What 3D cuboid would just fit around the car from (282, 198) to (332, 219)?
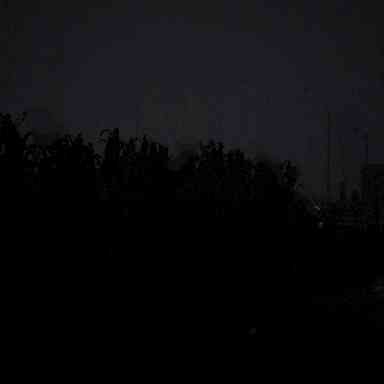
[{"bbox_3d":[8.985,1.284,27.031,2.097,1.767,4.553,0,0,-36],"label":"car"}]
